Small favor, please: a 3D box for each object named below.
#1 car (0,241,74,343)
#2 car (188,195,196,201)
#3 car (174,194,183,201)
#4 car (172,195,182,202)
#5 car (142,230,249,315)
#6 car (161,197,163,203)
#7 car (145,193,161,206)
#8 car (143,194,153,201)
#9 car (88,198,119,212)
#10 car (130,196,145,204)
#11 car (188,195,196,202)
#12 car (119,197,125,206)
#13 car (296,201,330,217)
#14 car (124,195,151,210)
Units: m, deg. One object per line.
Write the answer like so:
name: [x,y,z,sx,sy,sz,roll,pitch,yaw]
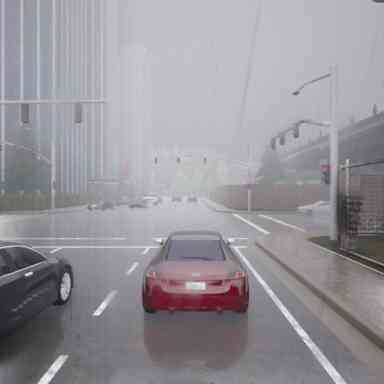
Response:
car: [-3.441,1.505,5.198,1.837,1.490,4.892,0,0,0]
car: [0.009,1.477,85.198,1.882,1.535,5.008,0,0,0]
car: [-3.491,1.385,84.669,2.128,1.511,4.902,0,0,0]
car: [-3.492,1.494,74.245,1.837,1.490,4.892,0,0,0]
car: [0.073,1.564,7.654,1.994,1.385,4.181,0,0,0]
car: [-7.006,1.505,67.689,1.837,1.490,4.892,0,0,0]
car: [-7.078,1.221,56.152,2.150,2.045,5.566,0,0,0]
car: [-10.491,1.229,79.265,1.837,1.490,4.892,0,0,0]
car: [-10.854,1.492,39.807,2.128,1.511,4.902,0,0,5]
car: [-10.529,1.547,64.547,2.033,1.411,5.357,0,0,1]
car: [0.018,1.477,73.703,1.882,1.535,5.008,0,0,0]
car: [-10.585,1.505,51.503,1.837,1.490,4.892,0,0,0]
car: [12.370,1.581,31.754,4.674,1.442,1.812,0,0,-3]
car: [-7.090,1.547,44.138,2.033,1.411,5.357,0,0,0]
